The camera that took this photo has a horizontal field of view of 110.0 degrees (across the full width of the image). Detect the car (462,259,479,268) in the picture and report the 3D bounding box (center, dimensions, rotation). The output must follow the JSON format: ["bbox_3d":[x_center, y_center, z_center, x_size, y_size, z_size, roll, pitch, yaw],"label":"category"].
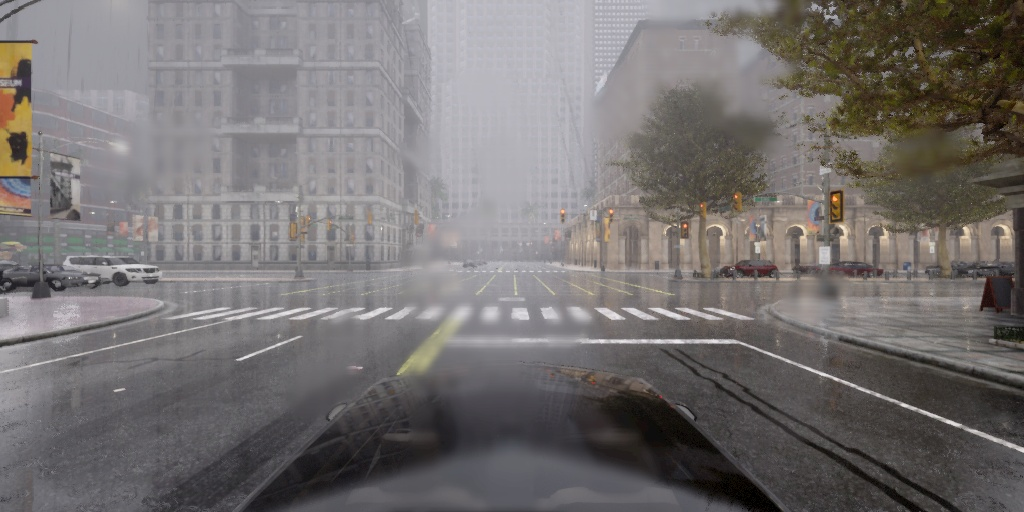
[{"bbox_3d":[-7.119,1.227,60.209,1.882,1.535,5.008,0,0,0],"label":"car"}]

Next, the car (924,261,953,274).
[{"bbox_3d":[44.349,1.240,35.858,4.902,1.511,2.128,0,0,0],"label":"car"}]

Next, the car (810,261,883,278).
[{"bbox_3d":[30.373,1.351,32.441,4.718,1.301,1.895,0,0,0],"label":"car"}]

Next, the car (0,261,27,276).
[{"bbox_3d":[-52.547,1.255,36.911,4.892,1.490,1.837,0,0,20],"label":"car"}]

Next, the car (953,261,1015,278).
[{"bbox_3d":[43.849,1.242,32.362,4.902,1.511,2.128,0,0,0],"label":"car"}]

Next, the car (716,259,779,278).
[{"bbox_3d":[21.385,1.102,32.485,4.553,1.767,2.097,0,0,0],"label":"car"}]

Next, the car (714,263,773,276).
[{"bbox_3d":[23.146,1.351,35.977,4.718,1.301,1.895,0,0,0],"label":"car"}]

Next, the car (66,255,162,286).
[{"bbox_3d":[-27.387,0.971,24.547,5.566,2.045,2.150,0,0,2],"label":"car"}]

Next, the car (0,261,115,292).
[{"bbox_3d":[-27.066,1.242,21.030,4.902,1.511,2.128,0,0,0],"label":"car"}]
